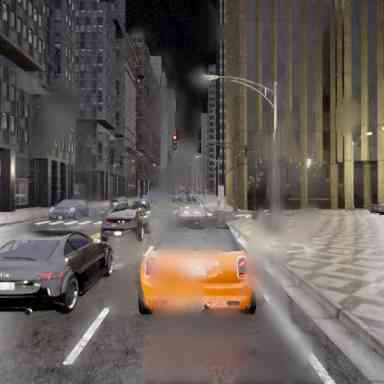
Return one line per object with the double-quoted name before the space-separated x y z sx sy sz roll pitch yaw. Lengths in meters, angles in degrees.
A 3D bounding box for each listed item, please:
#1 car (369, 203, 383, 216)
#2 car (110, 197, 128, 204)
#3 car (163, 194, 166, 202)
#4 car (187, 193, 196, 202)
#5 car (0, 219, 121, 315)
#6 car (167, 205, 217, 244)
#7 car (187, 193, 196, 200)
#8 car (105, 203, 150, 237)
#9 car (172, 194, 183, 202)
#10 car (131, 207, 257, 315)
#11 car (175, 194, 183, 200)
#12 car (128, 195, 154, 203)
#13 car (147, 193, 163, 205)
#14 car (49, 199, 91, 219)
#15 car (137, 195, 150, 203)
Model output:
"car" 18.300 1.427 28.712 5.357 1.411 2.033 0 0 0
"car" -9.887 1.454 45.331 2.128 1.511 4.902 0 0 0
"car" -6.561 1.252 69.297 2.097 1.767 4.553 0 0 0
"car" -0.063 1.401 74.296 1.812 1.442 4.674 0 0 0
"car" -3.162 1.568 7.650 1.994 1.385 4.181 0 0 0
"car" 0.018 1.493 16.752 2.128 1.511 4.902 0 0 1
"car" -0.071 1.046 84.270 2.097 1.767 4.553 0 0 0
"car" -3.162 1.507 16.547 1.837 1.490 4.892 0 0 0
"car" -3.313 1.233 74.263 2.097 1.767 4.553 0 0 0
"car" 0.097 1.356 7.746 2.097 1.767 4.553 0 0 0
"car" -3.321 1.190 84.298 1.837 1.490 4.892 0 0 0
"car" -6.637 1.513 44.149 2.033 1.411 5.357 0 0 0
"car" -6.652 1.157 56.057 2.150 2.045 5.566 0 0 0
"car" -9.873 1.346 27.172 2.097 1.767 4.553 0 0 0
"car" -9.827 1.411 67.157 1.837 1.490 4.892 0 0 0
